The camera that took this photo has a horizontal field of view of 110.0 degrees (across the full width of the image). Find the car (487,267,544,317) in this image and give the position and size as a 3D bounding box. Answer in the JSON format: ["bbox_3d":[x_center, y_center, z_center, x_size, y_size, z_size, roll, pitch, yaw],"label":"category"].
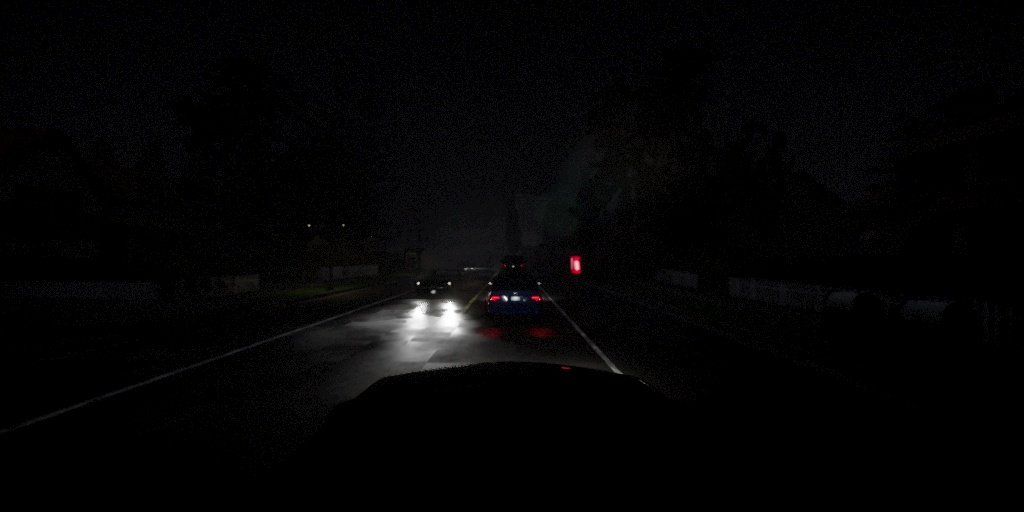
[{"bbox_3d":[0.101,1.294,13.012,2.033,1.411,5.357,0,0,0],"label":"car"}]

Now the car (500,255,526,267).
[{"bbox_3d":[0.104,0.963,32.431,2.150,2.045,5.566,0,0,0],"label":"car"}]

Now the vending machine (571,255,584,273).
[{"bbox_3d":[6.890,0.934,38.628,1.100,2.100,0.880,0,0,0],"label":"vending machine"}]

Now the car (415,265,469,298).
[{"bbox_3d":[-3.597,1.346,18.671,1.895,1.301,4.718,0,0,0],"label":"car"}]

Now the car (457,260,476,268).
[{"bbox_3d":[-7.785,1.372,61.106,1.895,1.301,4.718,0,0,-27],"label":"car"}]
